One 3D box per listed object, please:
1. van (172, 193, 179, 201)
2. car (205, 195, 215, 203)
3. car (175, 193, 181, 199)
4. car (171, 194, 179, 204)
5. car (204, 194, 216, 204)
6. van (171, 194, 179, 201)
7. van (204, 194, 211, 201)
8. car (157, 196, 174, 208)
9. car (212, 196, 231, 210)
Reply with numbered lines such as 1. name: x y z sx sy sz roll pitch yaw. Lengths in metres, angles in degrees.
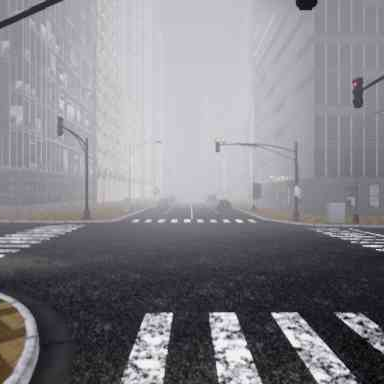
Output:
1. van: -4.166 1.275 86.360 1.690 1.788 3.998 0 0 0
2. car: 3.779 1.400 69.809 1.967 1.590 4.097 0 0 0
3. car: -4.123 1.391 75.305 1.967 1.590 4.097 0 0 0
4. car: -4.079 1.534 64.250 1.947 1.339 4.313 0 0 0
5. car: 3.801 1.283 64.280 2.192 1.841 5.009 0 0 0
6. van: -4.145 1.284 80.832 1.690 1.788 3.998 0 0 0
7. van: 3.735 1.284 80.863 1.690 1.788 3.998 0 0 0
8. car: -4.014 1.571 47.667 1.802 1.307 4.206 0 0 0
9. car: 3.937 1.560 42.172 1.947 1.339 4.313 0 0 0
